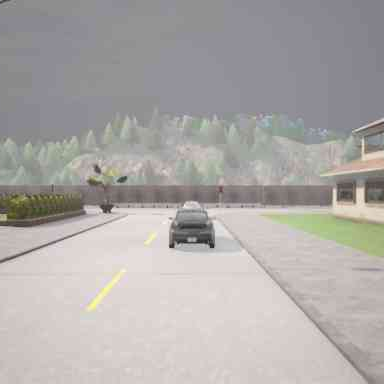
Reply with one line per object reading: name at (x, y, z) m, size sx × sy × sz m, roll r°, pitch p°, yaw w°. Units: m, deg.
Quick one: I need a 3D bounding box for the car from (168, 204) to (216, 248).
car at (0.000, 1.515, 14.650) m, size 1.837 × 1.490 × 4.892 m, roll 0°, pitch 0°, yaw 0°

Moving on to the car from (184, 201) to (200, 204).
car at (0.000, 1.532, 29.650) m, size 1.812 × 1.442 × 4.674 m, roll 0°, pitch 0°, yaw 0°
